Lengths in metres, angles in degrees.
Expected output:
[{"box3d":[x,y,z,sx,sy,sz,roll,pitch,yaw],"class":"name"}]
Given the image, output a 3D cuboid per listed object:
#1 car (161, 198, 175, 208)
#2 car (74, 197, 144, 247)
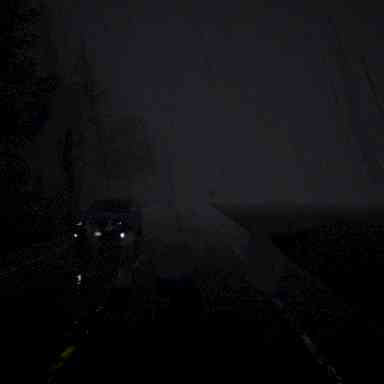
[{"box3d":[-3.535,1.635,50.674,2.033,1.411,5.357,0,0,1],"class":"car"},{"box3d":[-3.602,1.253,15.461,2.150,2.045,5.566,0,0,0],"class":"car"}]
